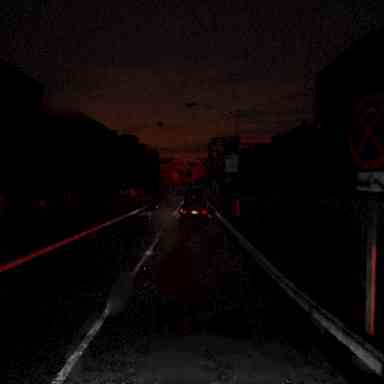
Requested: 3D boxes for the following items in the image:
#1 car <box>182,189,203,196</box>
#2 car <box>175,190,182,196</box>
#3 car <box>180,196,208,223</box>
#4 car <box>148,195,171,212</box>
[{"bbox_3d":[0.217,0.609,40.665,2.150,2.045,5.566,0,1,0],"label":"car"},{"bbox_3d":[-2.679,0.247,74.463,2.033,1.411,5.357,0,1,0],"label":"car"},{"bbox_3d":[0.130,1.242,22.553,2.033,1.411,5.357,0,1,0],"label":"car"},{"bbox_3d":[-3.035,1.040,31.966,1.837,1.490,4.892,0,1,0],"label":"car"}]
